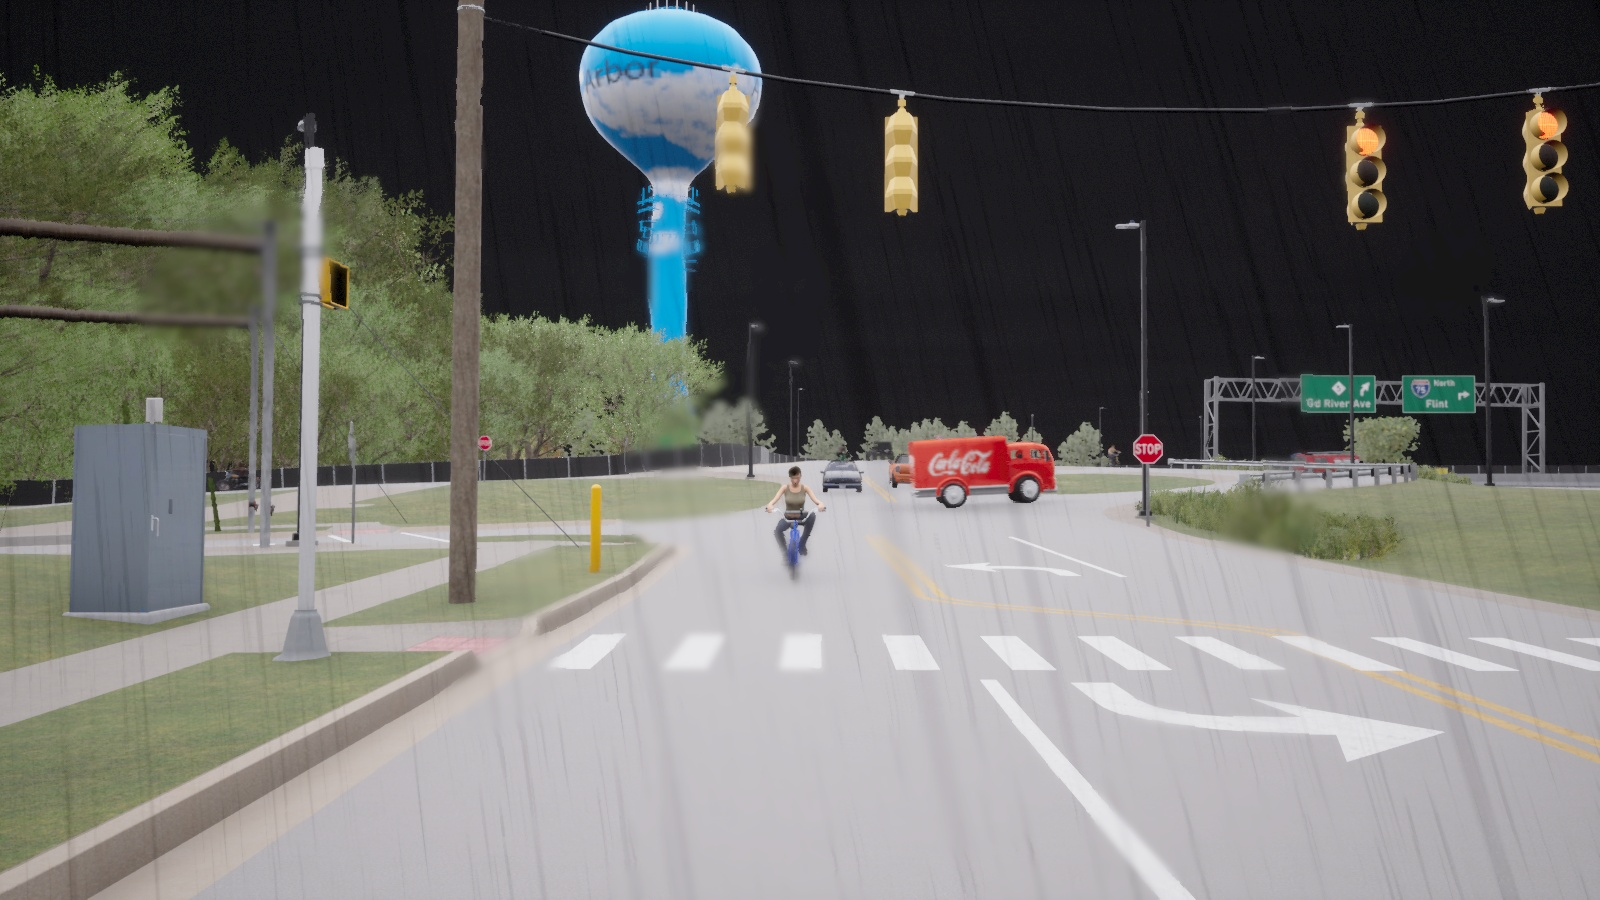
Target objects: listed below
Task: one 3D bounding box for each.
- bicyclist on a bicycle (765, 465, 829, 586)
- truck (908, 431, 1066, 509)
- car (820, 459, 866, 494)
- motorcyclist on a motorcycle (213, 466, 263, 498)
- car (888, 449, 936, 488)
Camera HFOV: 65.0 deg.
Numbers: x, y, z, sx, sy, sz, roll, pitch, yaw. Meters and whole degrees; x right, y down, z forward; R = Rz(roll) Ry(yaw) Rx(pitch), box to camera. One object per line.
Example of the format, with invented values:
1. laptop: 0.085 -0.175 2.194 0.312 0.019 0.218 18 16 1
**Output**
1. bicyclist on a bicycle: -0.056 1.039 17.900 0.866 1.612 1.509 0 0 -1
2. truck: 6.738 0.705 45.785 5.204 2.467 2.627 -3 0 0
3. car: 1.974 1.193 58.534 2.033 1.411 5.357 0 1 1
4. motorcyclist on a motorcycle: -32.069 1.813 71.685 2.350 1.649 0.766 -4 1 -42
5. car: 5.565 0.880 62.924 2.097 1.767 4.553 0 2 2
